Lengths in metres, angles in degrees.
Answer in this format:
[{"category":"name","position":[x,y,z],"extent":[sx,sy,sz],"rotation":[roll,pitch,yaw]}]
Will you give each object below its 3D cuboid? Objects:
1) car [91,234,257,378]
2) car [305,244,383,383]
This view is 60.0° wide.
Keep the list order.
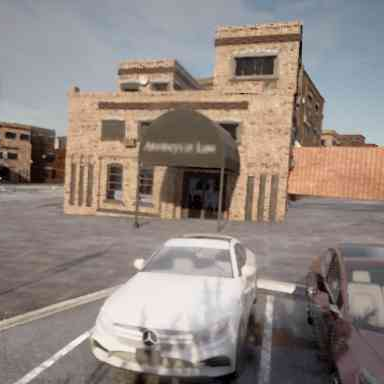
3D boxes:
[{"category":"car","position":[0.120,1.520,5.802],"extent":[2.002,1.452,4.674],"rotation":[0,-1,15]},{"category":"car","position":[2.543,1.500,4.097],"extent":[2.163,1.488,4.792],"rotation":[0,-1,15]}]
